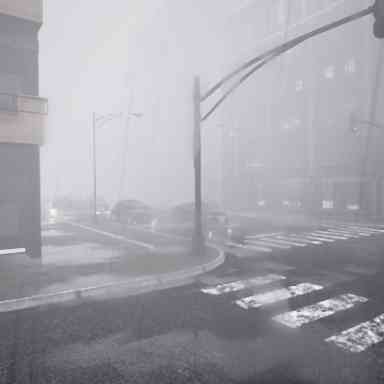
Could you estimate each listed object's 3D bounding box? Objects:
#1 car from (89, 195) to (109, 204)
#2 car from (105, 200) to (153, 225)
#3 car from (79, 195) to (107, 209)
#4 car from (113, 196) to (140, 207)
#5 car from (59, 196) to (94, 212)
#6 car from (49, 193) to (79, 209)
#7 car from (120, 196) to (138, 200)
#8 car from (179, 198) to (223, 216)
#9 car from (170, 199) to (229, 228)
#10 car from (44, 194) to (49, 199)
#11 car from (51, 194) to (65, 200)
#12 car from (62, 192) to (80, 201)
[{"bbox_3d":[-15.571,1.236,55.309,1.752,1.417,4.829,-1,1,-35],"label":"car"},{"bbox_3d":[-4.398,1.519,24.211,1.887,1.381,4.507,-1,1,-35],"label":"car"},{"bbox_3d":[-11.474,1.410,39.223,2.033,1.411,5.357,-1,1,-35],"label":"car"},{"bbox_3d":[-9.105,1.285,45.963,1.752,1.417,4.829,-1,1,-35],"label":"car"},{"bbox_3d":[-12.663,1.459,36.381,2.008,1.369,4.403,-1,1,-35],"label":"car"},{"bbox_3d":[-15.897,1.323,41.053,1.967,1.590,4.097,-1,1,-35],"label":"car"},{"bbox_3d":[-5.473,1.387,30.538,1.882,1.535,5.008,-1,1,-35],"label":"car"},{"bbox_3d":[0.776,1.378,31.867,1.887,1.381,4.507,-1,1,-35],"label":"car"},{"bbox_3d":[0.411,1.447,22.032,2.128,1.511,4.902,-1,1,-35],"label":"car"},{"bbox_3d":[-34.972,1.094,83.346,1.752,1.417,4.829,-1,1,-35],"label":"car"},{"bbox_3d":[-31.642,1.143,78.534,2.008,1.369,4.403,-1,1,-35],"label":"car"},{"bbox_3d":[-25.177,0.954,69.185,2.192,1.841,5.009,-1,1,-35],"label":"car"}]
